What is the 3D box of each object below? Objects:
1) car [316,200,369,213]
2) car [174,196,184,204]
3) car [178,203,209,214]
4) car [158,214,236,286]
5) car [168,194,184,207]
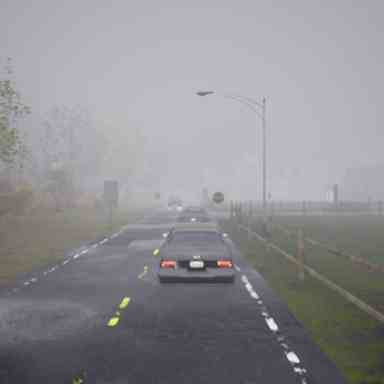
[{"bbox_3d":[16.699,1.620,37.030,5.357,1.411,2.033,0,-1,-1],"label":"car"},{"bbox_3d":[-2.768,1.695,71.123,1.882,1.535,5.008,0,0,0],"label":"car"},{"bbox_3d":[0.201,1.651,22.323,1.994,1.385,4.181,0,0,3],"label":"car"},{"bbox_3d":[0.096,1.587,9.562,2.033,1.411,5.357,0,0,0],"label":"car"},{"bbox_3d":[-2.843,1.410,55.937,2.150,2.045,5.566,0,0,1],"label":"car"}]
